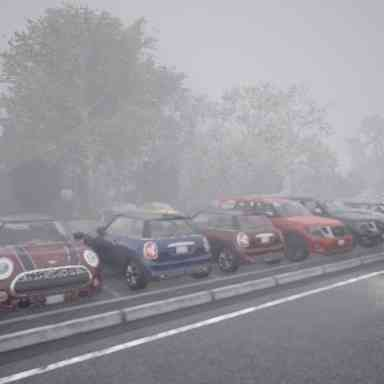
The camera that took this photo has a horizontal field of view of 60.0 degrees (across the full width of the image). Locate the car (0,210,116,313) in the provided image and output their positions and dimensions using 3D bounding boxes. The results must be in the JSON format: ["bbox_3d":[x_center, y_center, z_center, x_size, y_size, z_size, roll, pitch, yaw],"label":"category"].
[{"bbox_3d":[-3.782,1.350,7.850,2.185,1.767,4.553,0,0,-36],"label":"car"}]

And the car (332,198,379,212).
[{"bbox_3d":[20.019,1.524,40.887,2.163,1.488,4.792,0,0,-36],"label":"car"}]

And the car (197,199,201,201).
[{"bbox_3d":[1.917,1.366,28.010,2.185,1.767,4.553,0,0,-36],"label":"car"}]

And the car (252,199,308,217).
[{"bbox_3d":[8.600,1.498,32.982,1.946,1.575,5.366,0,0,-36],"label":"car"}]

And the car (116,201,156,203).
[{"bbox_3d":[-4.840,1.485,23.144,2.231,1.521,4.892,0,0,-36],"label":"car"}]

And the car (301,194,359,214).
[{"bbox_3d":[15.498,1.252,37.653,2.435,2.045,5.566,0,0,-36],"label":"car"}]

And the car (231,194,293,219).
[{"bbox_3d":[6.434,1.246,31.239,2.435,2.045,5.566,0,0,-36],"label":"car"}]

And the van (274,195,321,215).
[{"bbox_3d":[10.897,1.278,34.540,1.878,1.987,4.442,0,0,-36],"label":"van"}]

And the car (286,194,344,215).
[{"bbox_3d":[13.206,1.255,36.084,2.435,2.045,5.566,0,0,-36],"label":"car"}]

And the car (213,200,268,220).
[{"bbox_3d":[4.210,1.524,29.577,2.163,1.488,4.792,0,0,-36],"label":"car"}]

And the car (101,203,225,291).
[{"bbox_3d":[-1.465,1.353,9.430,2.185,1.767,4.553,0,0,-36],"label":"car"}]

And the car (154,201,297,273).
[{"bbox_3d":[0.815,1.356,11.061,2.185,1.767,4.553,0,0,-36],"label":"car"}]

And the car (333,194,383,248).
[{"bbox_3d":[5.373,1.236,14.326,2.435,2.045,5.566,0,0,-36],"label":"car"}]

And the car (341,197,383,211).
[{"bbox_3d":[22.148,1.478,42.674,1.946,1.575,5.366,0,0,-36],"label":"car"}]

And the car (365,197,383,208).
[{"bbox_3d":[26.777,1.451,45.751,2.231,1.521,4.892,0,0,-36],"label":"car"}]

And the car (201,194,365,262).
[{"bbox_3d":[3.093,1.233,12.695,2.435,2.045,5.566,0,0,-36],"label":"car"}]

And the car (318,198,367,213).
[{"bbox_3d":[17.721,1.529,39.315,2.163,1.488,4.792,0,0,-36],"label":"car"}]

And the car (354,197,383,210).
[{"bbox_3d":[24.517,1.466,44.136,2.097,1.535,5.008,0,0,-36],"label":"car"}]
